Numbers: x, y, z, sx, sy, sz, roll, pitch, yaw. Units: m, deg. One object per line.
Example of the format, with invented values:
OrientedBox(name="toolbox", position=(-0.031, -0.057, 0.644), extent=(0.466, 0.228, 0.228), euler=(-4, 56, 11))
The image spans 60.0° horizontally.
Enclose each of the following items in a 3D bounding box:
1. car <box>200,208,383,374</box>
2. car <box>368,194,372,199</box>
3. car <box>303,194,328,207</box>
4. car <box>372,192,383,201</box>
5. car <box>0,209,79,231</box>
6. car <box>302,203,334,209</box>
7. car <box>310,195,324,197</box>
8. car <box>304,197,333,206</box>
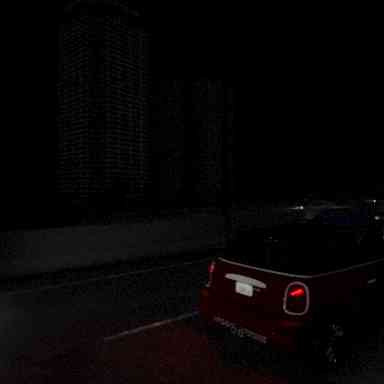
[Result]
OrientedBox(name="car", position=(2.378, 1.340, 5.879), extent=(4.553, 1.767, 2.097), euler=(0, 0, -38))
OrientedBox(name="car", position=(44.777, 1.099, 81.608), extent=(2.033, 1.411, 5.357), euler=(0, 0, 39))
OrientedBox(name="car", position=(18.392, 1.244, 49.557), extent=(2.097, 1.767, 4.553), euler=(0, 0, 40))
OrientedBox(name="car", position=(41.256, 0.992, 71.796), extent=(2.150, 2.045, 5.566), euler=(0, 0, 39))
OrientedBox(name="car", position=(-9.151, 1.641, 19.191), extent=(4.718, 1.301, 1.895), euler=(0, 0, -39))
OrientedBox(name="car", position=(6.730, 1.441, 14.346), extent=(5.008, 1.535, 1.882), euler=(0, 0, -44))
OrientedBox(name="car", position=(15.809, 1.455, 40.918), extent=(2.033, 1.411, 5.357), euler=(0, 0, 39))
OrientedBox(name="car", position=(11.572, 1.459, 30.254), extent=(1.812, 1.442, 4.674), euler=(0, 0, 40))
